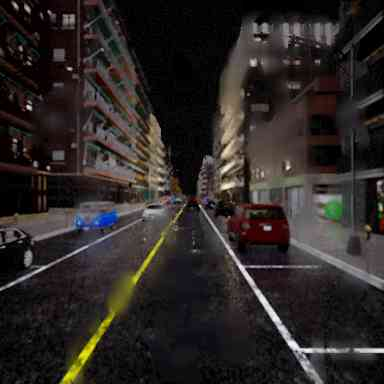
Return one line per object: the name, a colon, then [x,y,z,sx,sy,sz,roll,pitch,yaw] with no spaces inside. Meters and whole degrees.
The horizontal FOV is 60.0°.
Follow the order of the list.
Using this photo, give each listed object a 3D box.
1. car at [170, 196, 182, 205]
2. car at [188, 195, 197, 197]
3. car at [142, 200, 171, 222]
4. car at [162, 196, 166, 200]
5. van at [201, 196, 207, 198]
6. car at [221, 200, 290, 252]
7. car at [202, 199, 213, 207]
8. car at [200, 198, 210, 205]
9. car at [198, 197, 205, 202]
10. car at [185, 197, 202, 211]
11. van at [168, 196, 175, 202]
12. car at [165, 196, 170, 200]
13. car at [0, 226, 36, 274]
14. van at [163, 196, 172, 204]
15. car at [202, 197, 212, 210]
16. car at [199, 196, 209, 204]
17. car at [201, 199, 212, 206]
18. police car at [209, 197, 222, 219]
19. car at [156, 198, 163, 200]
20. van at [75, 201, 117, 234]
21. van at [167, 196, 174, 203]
car: [-2.958,2.040,68.592,1.895,1.301,4.718,0,0,0]
car: [0.040,1.631,62.843,2.150,2.045,5.566,0,0,0]
car: [-3.079,1.698,28.419,1.812,1.442,4.674,0,0,0]
car: [-5.651,1.868,53.800,1.752,1.417,4.829,0,0,0]
van: [2.731,1.683,53.966,1.690,1.788,3.998,0,0,0]
car: [2.708,1.400,14.333,2.192,1.841,5.009,0,0,0]
car: [2.733,1.926,59.627,1.887,1.381,4.507,0,0,0]
car: [2.740,2.043,70.950,1.802,1.307,4.206,0,0,0]
car: [2.753,2.215,93.597,1.802,1.307,4.206,0,0,0]
car: [0.042,1.800,46.671,1.837,1.490,4.892,0,0,0]
van: [-5.626,1.976,93.604,1.690,1.788,3.998,0,0,0]
car: [-5.647,1.933,59.632,2.008,1.369,4.403,0,0,0]
car: [-5.677,1.603,8.673,2.008,1.369,4.403,0,0,0]
van: [-5.636,1.845,76.619,1.690,1.788,3.998,0,0,0]
car: [2.726,1.869,48.302,1.947,1.339,4.313,0,0,0]
car: [2.744,1.817,76.614,2.192,1.841,5.009,0,0,0]
car: [2.736,1.987,65.289,1.947,1.339,4.313,0,0,0]
police car: [3.020,1.620,31.875,1.930,1.638,5.238,0,0,0]
car: [-5.655,1.829,48.137,1.752,1.417,4.829,0,0,0]
van: [-5.669,1.461,19.999,1.690,1.788,3.998,0,0,0]
van: [-5.629,1.931,87.943,1.690,1.788,3.998,0,0,0]
